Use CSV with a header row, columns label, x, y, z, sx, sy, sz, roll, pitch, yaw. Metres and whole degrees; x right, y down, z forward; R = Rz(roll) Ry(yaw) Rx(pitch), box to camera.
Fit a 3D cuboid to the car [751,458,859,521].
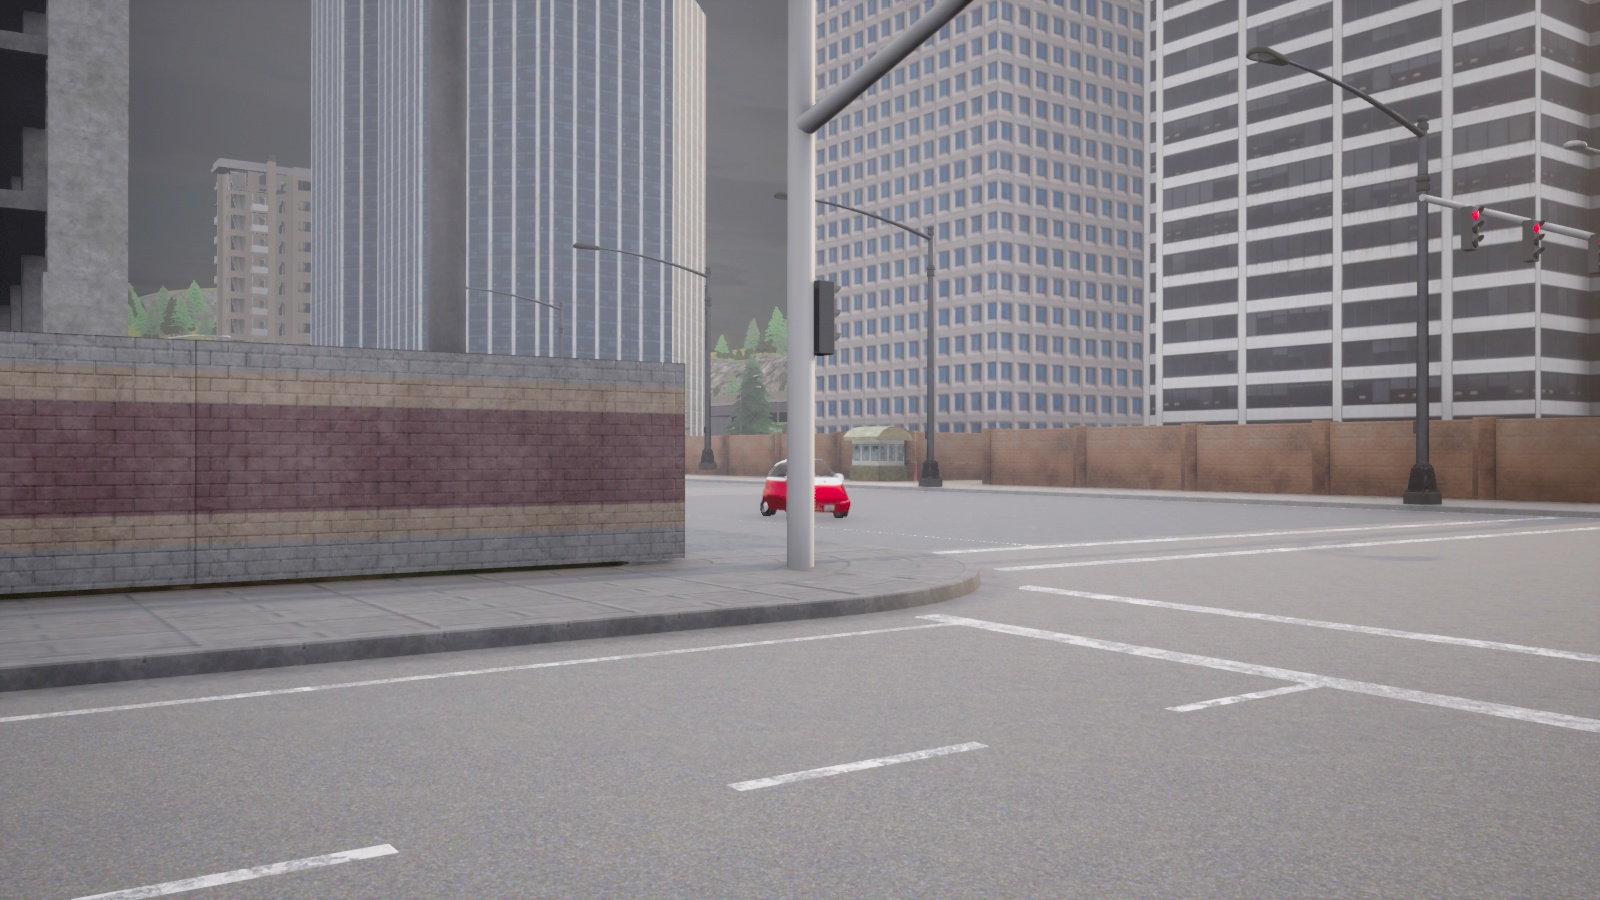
label,x,y,z,sx,sy,sz,roll,pitch,yaw
car,0.096,0.870,28.752,1.481,1.376,2.207,0,-1,-35
